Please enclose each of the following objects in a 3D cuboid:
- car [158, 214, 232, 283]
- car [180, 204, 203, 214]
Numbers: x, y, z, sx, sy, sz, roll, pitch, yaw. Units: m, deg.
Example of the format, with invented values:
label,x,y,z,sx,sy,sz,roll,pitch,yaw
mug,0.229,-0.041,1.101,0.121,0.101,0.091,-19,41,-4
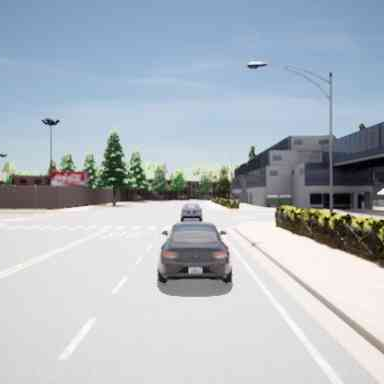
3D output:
label,x,y,z,sx,sy,sz,roll,pitch,yaw
car,0.067,1.584,9.690,1.812,1.442,4.674,0,0,0
car,-0.035,1.722,29.044,2.033,1.411,5.357,0,0,0
